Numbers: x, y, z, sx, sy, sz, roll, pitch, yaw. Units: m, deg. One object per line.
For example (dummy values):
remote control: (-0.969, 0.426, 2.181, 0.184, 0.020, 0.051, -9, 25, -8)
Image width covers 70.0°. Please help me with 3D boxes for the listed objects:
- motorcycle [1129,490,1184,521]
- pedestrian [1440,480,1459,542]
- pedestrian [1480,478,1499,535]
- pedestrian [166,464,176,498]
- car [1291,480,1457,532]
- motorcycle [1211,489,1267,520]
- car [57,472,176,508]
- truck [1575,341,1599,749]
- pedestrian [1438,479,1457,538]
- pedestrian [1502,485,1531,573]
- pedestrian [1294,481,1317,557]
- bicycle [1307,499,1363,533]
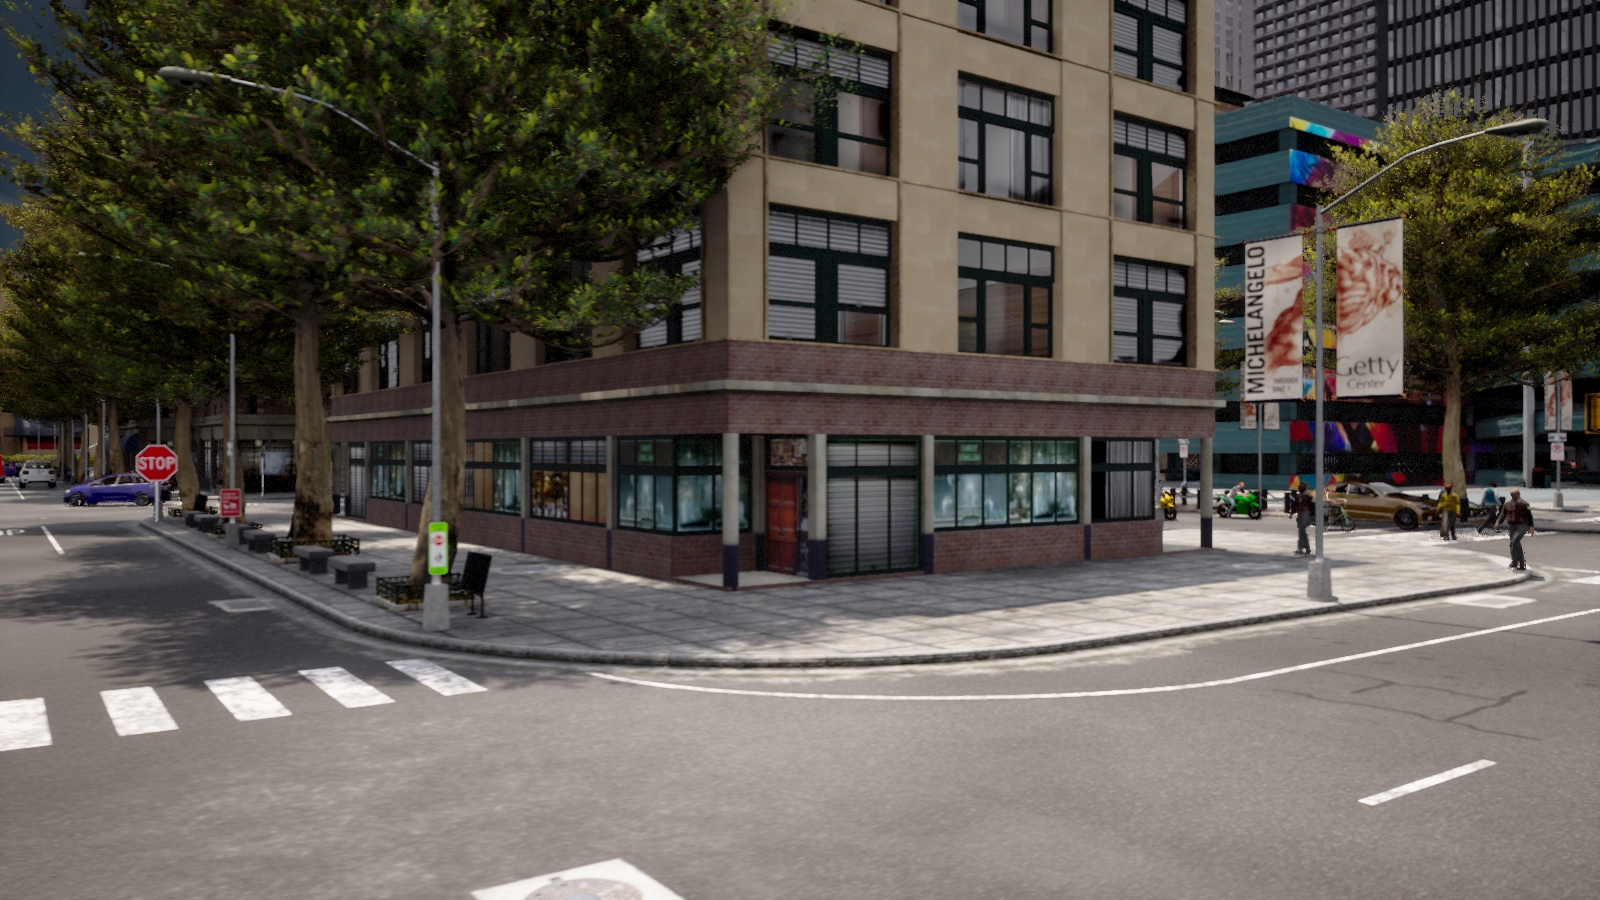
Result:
motorcycle: (14.232, 2.209, 45.668, 0.803, 1.145, 2.033, 0, 0, -33)
pedestrian: (19.686, 1.845, 34.628, 0.375, 1.860, 0.375, 0, 0, -38)
pedestrian: (22.609, 1.844, 37.444, 0.375, 1.860, 0.375, 0, 0, -11)
pedestrian: (-34.807, 1.695, 63.206, 0.375, 1.860, 0.375, 0, 0, 41)
car: (20.935, 1.988, 41.863, 2.152, 1.651, 5.027, 0, 0, -36)
motorcycle: (17.782, 2.209, 46.319, 0.803, 1.145, 2.033, 0, 0, -35)
car: (-34.173, 1.967, 57.263, 4.611, 1.667, 2.242, 0, 0, -13)
truck: (11.666, 0.888, 12.182, 8.468, 3.827, 2.891, 0, 0, -36)
pedestrian: (20.543, 1.844, 36.270, 0.375, 1.860, 0.375, 0, 0, -15)
pedestrian: (15.440, 1.693, 24.614, 0.375, 1.860, 0.375, 0, 0, -24)
pedestrian: (12.502, 1.693, 28.248, 0.375, 1.860, 0.375, 0, 0, -19)
bicycle: (18.392, 2.252, 39.294, 0.859, 1.080, 1.487, 0, 0, -33)
